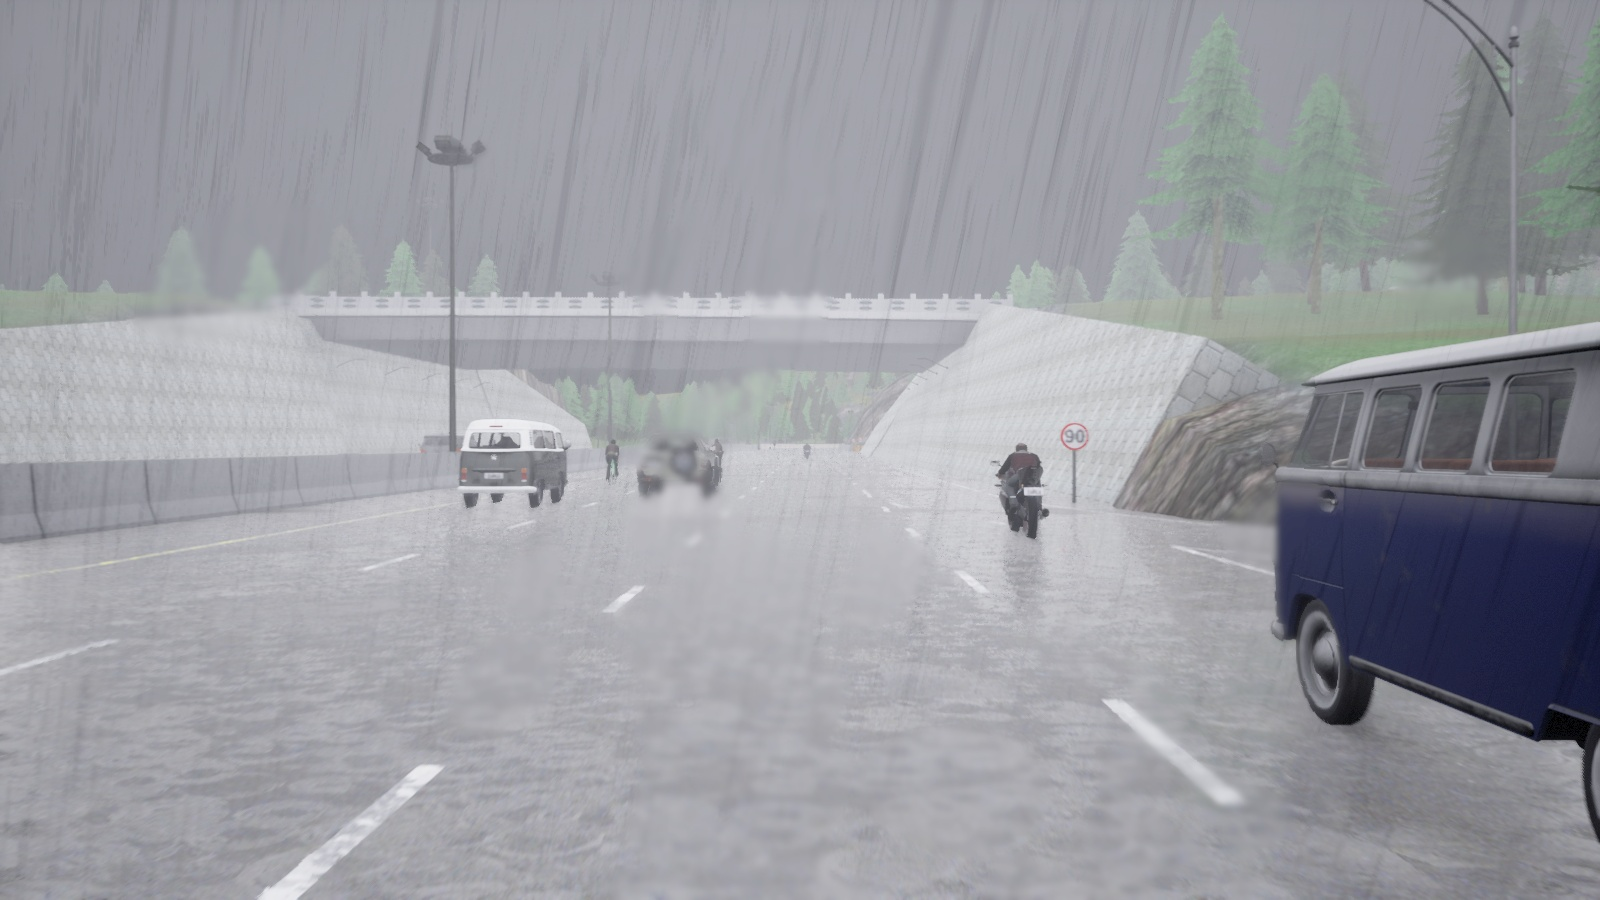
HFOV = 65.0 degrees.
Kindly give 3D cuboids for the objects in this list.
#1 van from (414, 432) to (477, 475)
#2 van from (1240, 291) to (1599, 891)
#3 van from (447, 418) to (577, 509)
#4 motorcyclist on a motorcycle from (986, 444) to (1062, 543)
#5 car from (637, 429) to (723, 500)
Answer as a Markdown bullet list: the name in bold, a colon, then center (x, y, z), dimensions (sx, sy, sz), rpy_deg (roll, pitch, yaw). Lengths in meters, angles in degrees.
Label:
- **van**: center (-17.138, 0.141, 60.941), dimensions (1.775, 1.987, 4.442), rpy_deg (0, 0, 0)
- **van**: center (3.546, 0.469, 5.389), dimensions (1.775, 1.987, 4.442), rpy_deg (0, 0, 0)
- **van**: center (-6.812, 0.294, 30.205), dimensions (2.069, 2.038, 4.480), rpy_deg (0, 0, 0)
- **motorcyclist on a motorcycle**: center (3.632, 0.669, 20.543), dimensions (0.866, 1.530, 2.191), rpy_deg (0, 0, 0)
- **car**: center (-3.285, 0.362, 35.097), dimensions (1.932, 1.855, 4.605), rpy_deg (0, 0, 0)
